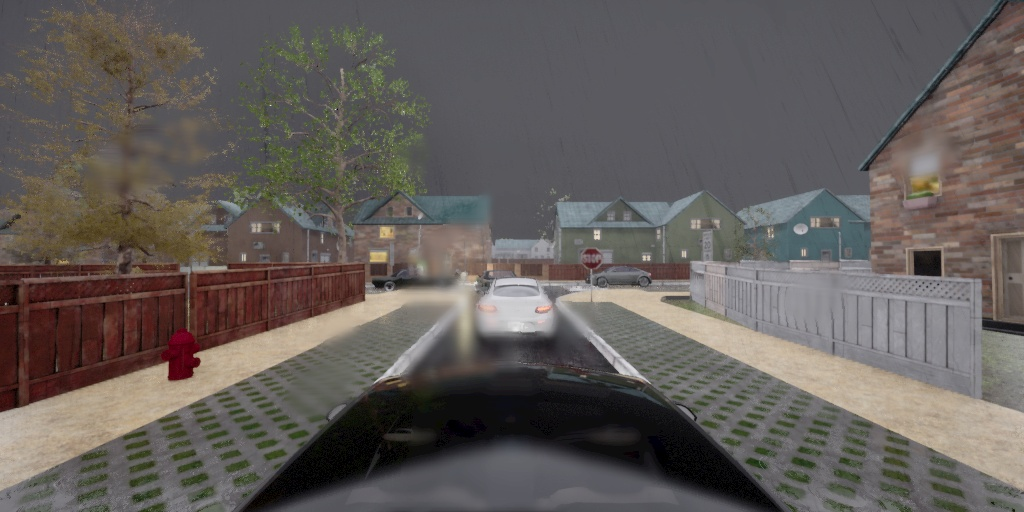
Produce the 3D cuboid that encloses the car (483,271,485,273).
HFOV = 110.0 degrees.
[{"bbox_3d":[-0.762,1.366,18.540,1.895,1.301,4.718,0,-1,-12],"label":"car"}]

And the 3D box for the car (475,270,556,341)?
[{"bbox_3d":[0.100,1.279,9.721,1.812,1.442,4.674,0,0,0],"label":"car"}]

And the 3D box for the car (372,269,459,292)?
[{"bbox_3d":[-5.489,1.416,20.923,4.718,1.301,1.895,-1,-1,1],"label":"car"}]

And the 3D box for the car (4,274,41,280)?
[{"bbox_3d":[-28.724,1.668,21.229,4.718,1.301,1.895,-1,-1,1],"label":"car"}]

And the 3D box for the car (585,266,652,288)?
[{"bbox_3d":[6.982,1.340,23.714,4.181,1.385,1.994,0,-1,0],"label":"car"}]

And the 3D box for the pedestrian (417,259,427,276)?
[{"bbox_3d":[-6.709,1.118,26.808,0.375,1.860,0.375,0,-1,1],"label":"pedestrian"}]
